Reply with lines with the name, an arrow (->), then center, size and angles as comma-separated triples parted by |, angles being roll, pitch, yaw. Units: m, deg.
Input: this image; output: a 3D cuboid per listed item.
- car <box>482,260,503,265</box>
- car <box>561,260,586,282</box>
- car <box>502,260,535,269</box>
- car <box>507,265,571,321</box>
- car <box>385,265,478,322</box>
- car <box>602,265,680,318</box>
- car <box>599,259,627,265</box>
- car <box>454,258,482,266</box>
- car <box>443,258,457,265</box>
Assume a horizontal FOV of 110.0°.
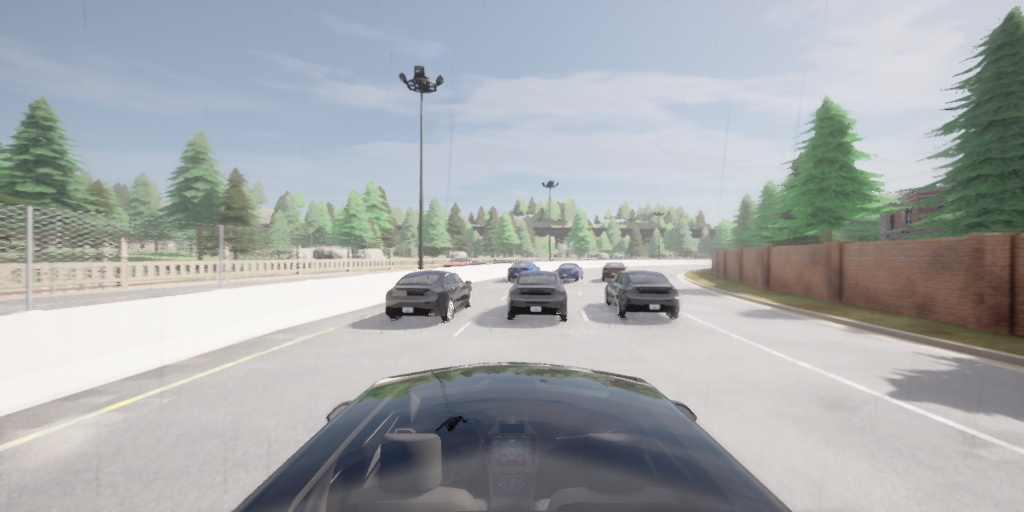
car -> -1.363, 1.215, 43.055 | 1.837, 1.490, 4.892 | 0, 0, 25
car -> 4.684, 1.272, 29.160 | 1.812, 1.442, 4.674 | 0, 0, 17
car -> 1.103, 1.209, 29.385 | 1.882, 1.535, 5.008 | 0, 0, 17
car -> 0.959, 1.250, 12.541 | 1.837, 1.490, 4.892 | 0, 0, 7
car -> -2.597, 1.235, 12.239 | 1.837, 1.490, 4.892 | 0, 0, 6
car -> 4.555, 1.264, 13.051 | 1.837, 1.490, 4.892 | 0, 0, 7
car -> 8.631, 1.239, 29.920 | 1.882, 1.535, 5.008 | 0, 0, 19
car -> -4.758, 1.259, 43.971 | 1.994, 1.385, 4.181 | 0, 0, 24
car -> -7.241, 1.034, 46.910 | 2.097, 1.767, 4.553 | 0, 0, 25
